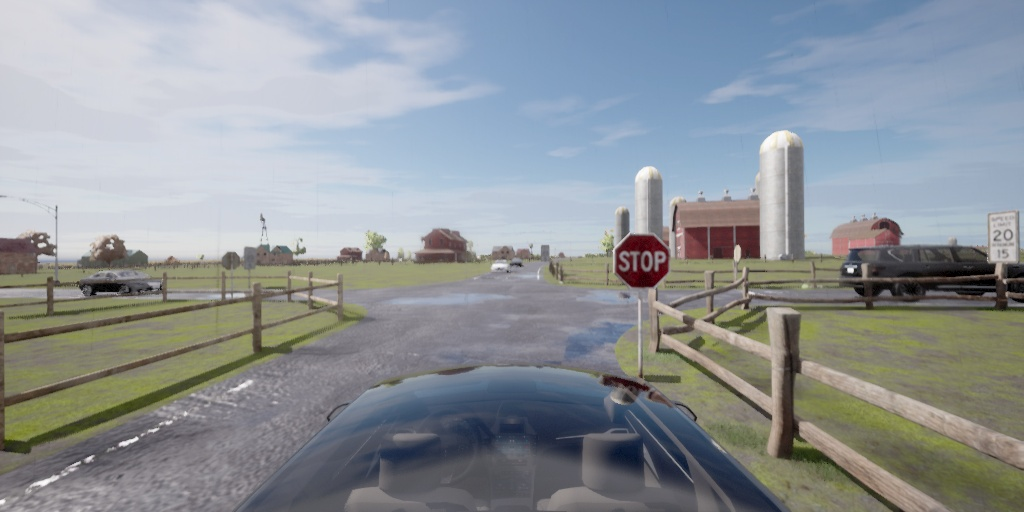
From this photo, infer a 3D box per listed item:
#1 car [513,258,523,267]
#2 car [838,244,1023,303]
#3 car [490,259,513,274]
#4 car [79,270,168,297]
[{"bbox_3d":[0.775,1.086,60.373,1.882,1.535,5.008,0,0,7],"label":"car"},{"bbox_3d":[15.653,0.599,13.238,5.566,2.045,2.150,-1,-1,12],"label":"car"},{"bbox_3d":[-1.233,1.188,40.551,1.812,1.442,4.674,0,0,5],"label":"car"},{"bbox_3d":[-23.139,1.600,21.420,4.902,1.511,2.128,-1,-1,12],"label":"car"}]
